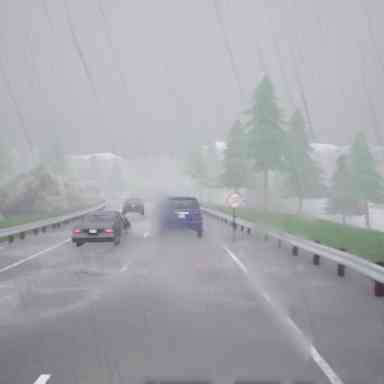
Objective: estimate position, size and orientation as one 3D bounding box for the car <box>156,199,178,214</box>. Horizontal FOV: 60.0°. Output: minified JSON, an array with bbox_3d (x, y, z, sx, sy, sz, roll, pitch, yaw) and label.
[{"bbox_3d":[-2.885,1.552,37.507,2.033,1.411,5.357,0,0,-9],"label":"car"}]

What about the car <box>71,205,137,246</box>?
[{"bbox_3d":[-3.965,1.554,15.271,2.033,1.411,5.357,0,0,-4],"label":"car"}]

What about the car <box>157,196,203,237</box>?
[{"bbox_3d":[-0.668,1.223,18.101,2.150,2.045,5.566,0,0,-4],"label":"car"}]

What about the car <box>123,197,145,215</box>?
[{"bbox_3d":[-5.957,1.361,34.139,2.097,1.767,4.553,0,0,-8],"label":"car"}]
